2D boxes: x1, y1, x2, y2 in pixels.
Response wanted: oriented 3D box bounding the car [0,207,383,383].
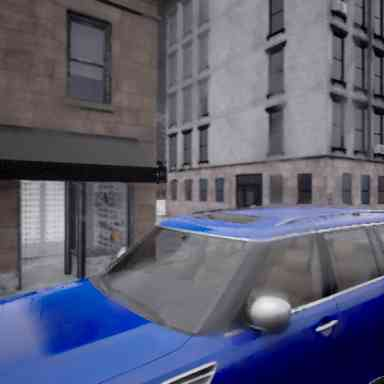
[{"bbox_3d":[0.508,1.220,3.433,5.566,2.045,2.150,0,0,-36],"label":"car"}]
